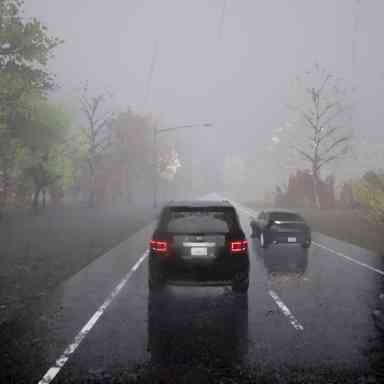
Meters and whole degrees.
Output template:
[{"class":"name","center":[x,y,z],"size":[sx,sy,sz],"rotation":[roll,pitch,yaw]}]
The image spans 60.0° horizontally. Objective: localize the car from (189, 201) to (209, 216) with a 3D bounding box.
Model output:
[{"class":"car","center":[0.724,1.606,33.065],"size":[1.895,1.301,4.718],"rotation":[0,0,2]}]

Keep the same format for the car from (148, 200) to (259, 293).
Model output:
[{"class":"car","center":[0.160,1.223,8.991],"size":[2.150,2.045,5.566],"rotation":[0,0,1]}]

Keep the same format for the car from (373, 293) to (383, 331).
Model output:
[{"class":"car","center":[3.618,1.548,2.479],"size":[2.033,1.411,5.357],"rotation":[0,0,0]}]

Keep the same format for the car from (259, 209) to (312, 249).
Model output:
[{"class":"car","center":[3.738,1.507,14.657],"size":[1.837,1.490,4.892],"rotation":[0,0,1]}]
